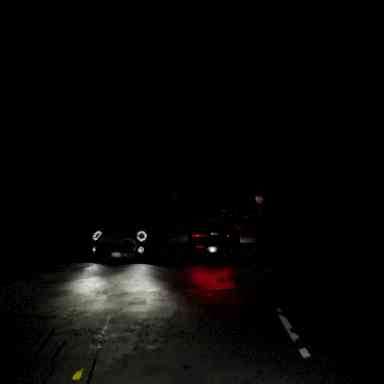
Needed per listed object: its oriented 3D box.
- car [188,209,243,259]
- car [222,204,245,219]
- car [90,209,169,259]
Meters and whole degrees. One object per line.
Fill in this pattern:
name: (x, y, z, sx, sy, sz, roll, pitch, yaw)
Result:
car: (0.934, 1.662, 13.371, 1.837, 1.490, 4.892, 0, -1, 6)
car: (3.706, 1.847, 30.253, 2.128, 1.511, 4.902, 0, -1, 12)
car: (-2.294, 1.512, 13.239, 2.097, 1.767, 4.553, 0, -1, 6)
